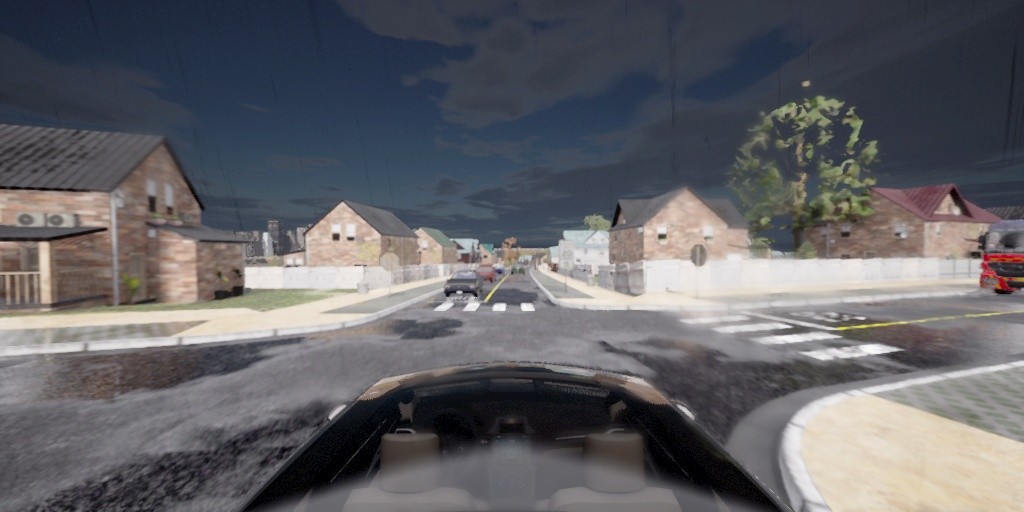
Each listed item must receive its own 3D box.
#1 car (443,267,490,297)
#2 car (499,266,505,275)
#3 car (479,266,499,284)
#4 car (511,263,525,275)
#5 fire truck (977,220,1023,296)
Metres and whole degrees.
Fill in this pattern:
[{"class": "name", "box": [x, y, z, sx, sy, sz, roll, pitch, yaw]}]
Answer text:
[{"class": "car", "box": [-2.703, 1.556, 21.374, 2.033, 1.411, 5.357, 0, -1, 1]}, {"class": "car", "box": [-1.993, 2.102, 51.168, 1.895, 1.301, 4.718, 0, -1, 2]}, {"class": "car", "box": [-2.507, 1.663, 33.001, 1.882, 1.535, 5.008, 0, -1, 1]}, {"class": "car", "box": [0.897, 1.906, 53.721, 2.097, 1.767, 4.553, 0, -1, 2]}, {"class": "fire truck", "box": [26.331, -0.003, 16.764, 8.468, 3.827, 2.891, 0, 2, -17]}]
